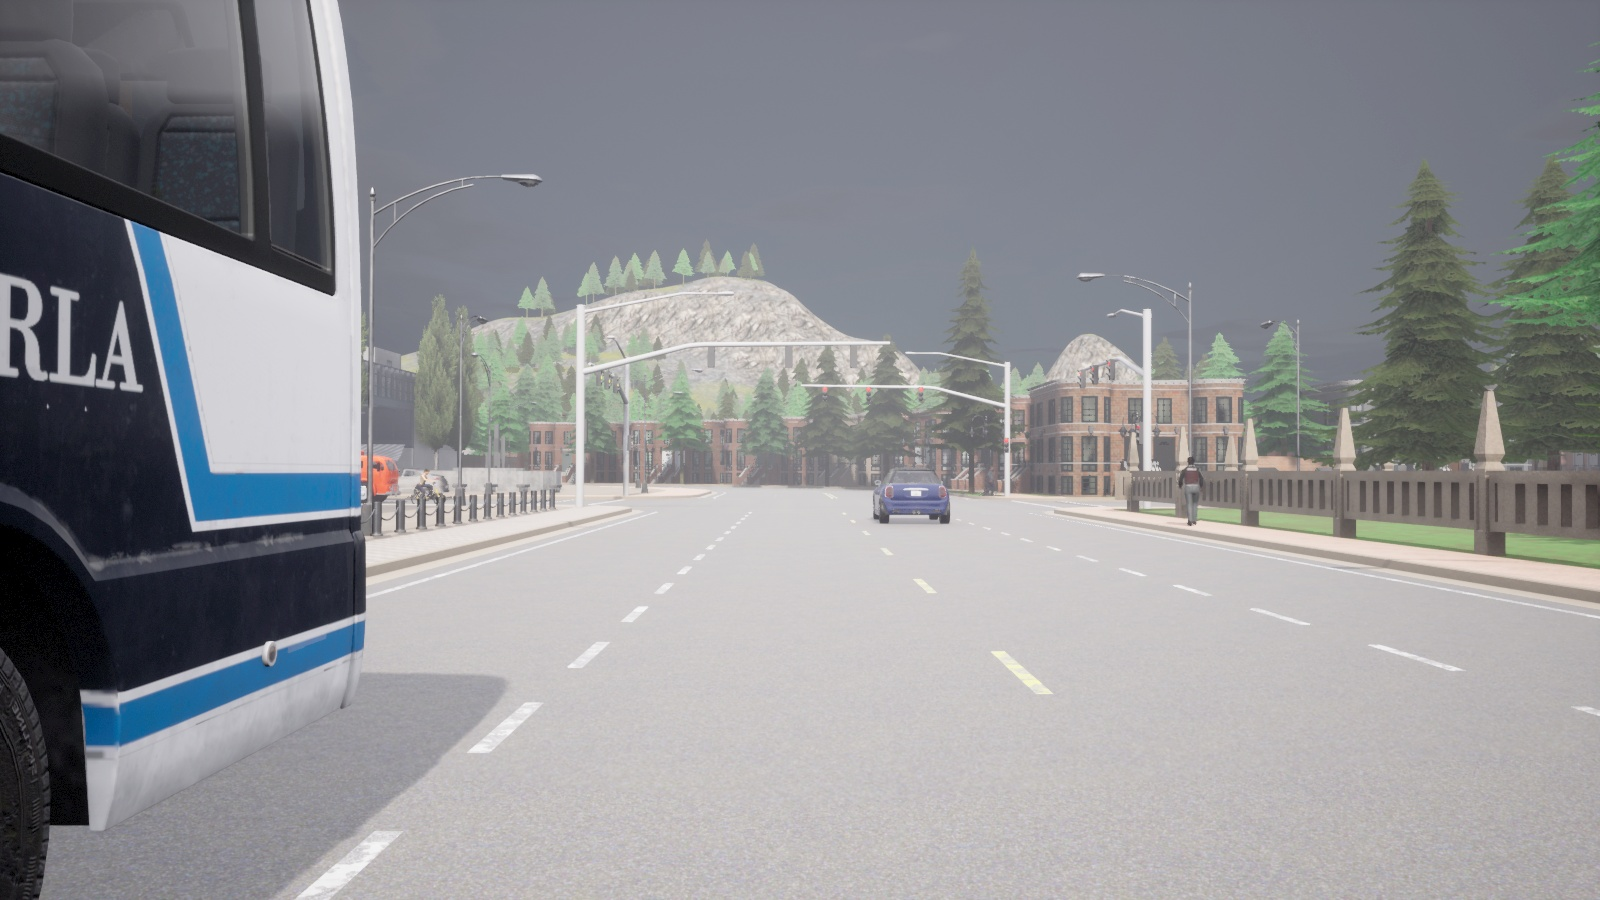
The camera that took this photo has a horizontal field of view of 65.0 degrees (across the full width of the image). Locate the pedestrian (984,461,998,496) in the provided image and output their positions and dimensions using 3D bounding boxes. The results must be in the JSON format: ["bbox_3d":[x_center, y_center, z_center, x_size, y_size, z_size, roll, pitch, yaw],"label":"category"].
[{"bbox_3d":[10.773,1.609,70.791,0.788,1.949,0.423,0,-1,6],"label":"pedestrian"}]

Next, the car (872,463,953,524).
[{"bbox_3d":[3.417,1.313,39.050,2.097,1.767,4.553,0,-1,0],"label":"car"}]

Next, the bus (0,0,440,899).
[{"bbox_3d":[-3.506,-0.544,0.234,3.944,4.253,10.273,0,-1,0],"label":"bus"}]

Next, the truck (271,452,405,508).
[{"bbox_3d":[-21.139,1.378,57.643,5.204,2.467,2.627,0,-1,0],"label":"truck"}]

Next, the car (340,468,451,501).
[{"bbox_3d":[-20.757,1.759,64.638,5.027,1.651,2.152,0,-1,0],"label":"car"}]

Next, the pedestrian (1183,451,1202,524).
[{"bbox_3d":[10.390,0.989,33.275,0.402,1.930,0.666,0,-1,13],"label":"pedestrian"}]
